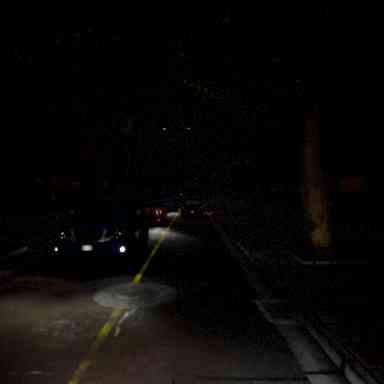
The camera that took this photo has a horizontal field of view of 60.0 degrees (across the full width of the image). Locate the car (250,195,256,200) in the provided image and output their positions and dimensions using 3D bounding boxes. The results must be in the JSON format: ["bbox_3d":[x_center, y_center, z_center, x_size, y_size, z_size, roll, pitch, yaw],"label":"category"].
[{"bbox_3d":[17.280,1.288,87.108,4.097,1.590,1.967,1,0,0],"label":"car"}]

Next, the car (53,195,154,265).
[{"bbox_3d":[-2.846,1.135,11.727,2.150,2.045,5.566,0,0,0],"label":"car"}]

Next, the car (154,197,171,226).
[{"bbox_3d":[-2.801,1.204,21.969,2.097,1.767,4.553,0,0,0],"label":"car"}]

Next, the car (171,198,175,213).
[{"bbox_3d":[-2.794,1.267,34.583,1.882,1.535,5.008,0,0,0],"label":"car"}]

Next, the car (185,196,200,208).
[{"bbox_3d":[0.083,1.260,43.496,1.837,1.490,4.892,0,1,0],"label":"car"}]

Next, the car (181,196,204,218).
[{"bbox_3d":[0.052,1.344,28.086,1.812,1.442,4.674,0,0,1],"label":"car"}]

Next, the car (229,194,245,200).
[{"bbox_3d":[11.846,1.227,87.109,4.097,1.590,1.967,1,0,0],"label":"car"}]
